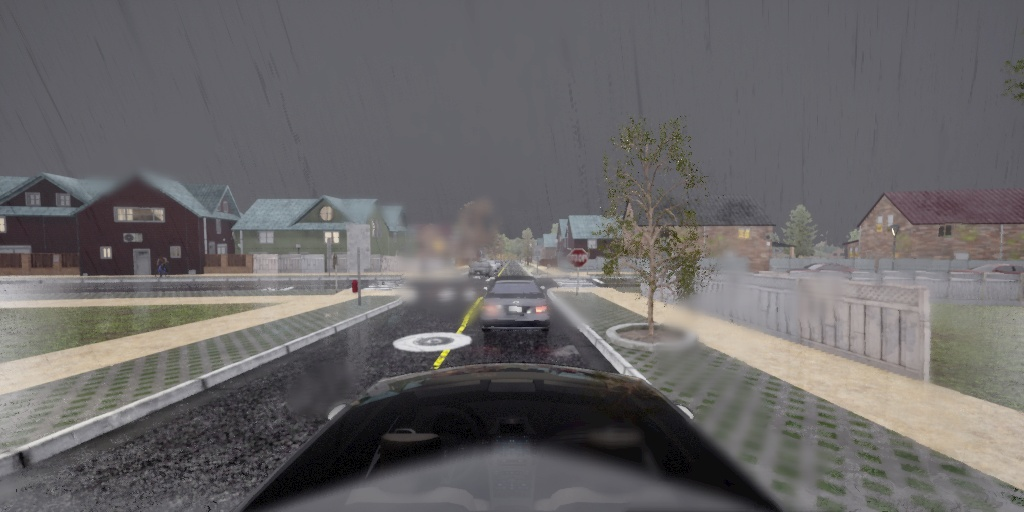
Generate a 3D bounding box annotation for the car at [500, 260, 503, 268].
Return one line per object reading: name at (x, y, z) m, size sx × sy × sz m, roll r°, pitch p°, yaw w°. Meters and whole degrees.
car at (-2.810, 1.413, 57.217) m, size 1.895 × 1.301 × 4.718 m, roll 0°, pitch 0°, yaw 0°

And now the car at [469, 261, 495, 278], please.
car at (-2.848, 1.259, 33.557) m, size 1.837 × 1.490 × 4.892 m, roll 0°, pitch 0°, yaw 0°

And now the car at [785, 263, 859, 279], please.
car at (22.795, 1.241, 26.395) m, size 4.674 × 1.442 × 1.812 m, roll 0°, pitch 3°, yaw 6°

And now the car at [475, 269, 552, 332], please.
car at (0.103, 1.291, 10.820) m, size 2.033 × 1.411 × 5.357 m, roll 0°, pitch 0°, yaw 0°

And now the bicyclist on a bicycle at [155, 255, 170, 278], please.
bicyclist on a bicycle at (-24.881, 0.759, 25.543) m, size 0.582 × 1.620 × 1.656 m, roll 0°, pitch 3°, yaw -16°

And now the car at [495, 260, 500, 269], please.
car at (-2.844, 1.302, 45.272) m, size 1.812 × 1.442 × 4.674 m, roll 0°, pitch 0°, yaw 0°

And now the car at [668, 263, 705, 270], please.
car at (12.570, 1.241, 27.133) m, size 4.181 × 1.385 × 1.994 m, roll 0°, pitch 3°, yaw 2°

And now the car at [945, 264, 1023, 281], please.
car at (33.358, 1.276, 24.738) m, size 5.008 × 1.535 × 1.882 m, roll 0°, pitch 3°, yaw 11°
